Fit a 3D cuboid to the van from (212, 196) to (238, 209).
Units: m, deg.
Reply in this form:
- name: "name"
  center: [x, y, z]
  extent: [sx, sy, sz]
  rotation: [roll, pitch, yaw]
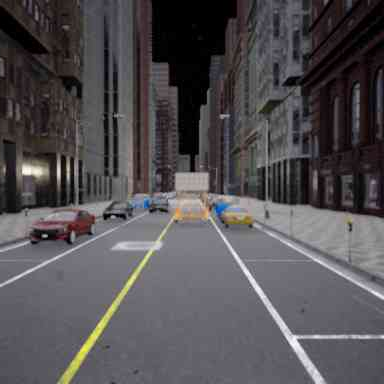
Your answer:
- name: "van"
  center: [2.756, 1.203, 26.564]
  extent: [1.690, 1.788, 3.998]
  rotation: [0, 0, 0]

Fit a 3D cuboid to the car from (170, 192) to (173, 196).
- name: "car"
  center: [-5.775, 1.078, 71.644]
  extent: [1.967, 1.590, 4.097]
  rotation: [0, 0, 0]

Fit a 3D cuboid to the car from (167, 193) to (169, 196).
- name: "car"
  center: [-5.773, 1.238, 60.371]
  extent: [1.887, 1.381, 4.507]
  rotation: [0, 0, 0]

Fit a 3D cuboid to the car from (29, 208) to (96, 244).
- name: "car"
  center: [-5.767, 1.462, 15.278]
  extent: [1.887, 1.381, 4.507]
  rotation: [0, 0, 0]

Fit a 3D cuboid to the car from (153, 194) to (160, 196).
- name: "car"
  center: [-5.771, 1.343, 43.461]
  extent: [1.947, 1.339, 4.313]
  rotation: [0, 0, 0]

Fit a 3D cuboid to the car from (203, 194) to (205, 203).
- name: "car"
  center: [2.754, 1.302, 43.644]
  extent: [1.752, 1.417, 4.829]
  rotation: [0, 0, 0]

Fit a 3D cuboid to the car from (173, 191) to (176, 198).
- name: "car"
  center: [-5.776, 1.023, 82.918]
  extent: [1.967, 1.590, 4.097]
  rotation: [0, 0, 0]

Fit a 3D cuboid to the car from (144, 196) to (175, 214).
- name: "car"
  center: [-3.101, 1.376, 33.049]
  extent: [2.033, 1.411, 5.357]
  rotation: [0, 0, 0]

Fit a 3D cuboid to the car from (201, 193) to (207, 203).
- name: "car"
  center: [2.753, 1.301, 49.110]
  extent: [2.008, 1.369, 4.403]
  rotation: [0, 0, 0]

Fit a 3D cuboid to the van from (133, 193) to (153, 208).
- name: "van"
  center: [-5.771, 1.146, 37.824]
  extent: [1.690, 1.788, 3.998]
  rotation: [0, 0, 0]

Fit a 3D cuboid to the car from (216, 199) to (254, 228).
- name: "car"
  center: [2.757, 1.414, 21.099]
  extent: [1.752, 1.417, 4.829]
  rotation: [0, 0, 0]

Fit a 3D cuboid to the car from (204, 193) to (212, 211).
- name: "car"
  center: [2.754, 1.246, 37.837]
  extent: [1.967, 1.590, 4.097]
  rotation: [0, 0, 0]

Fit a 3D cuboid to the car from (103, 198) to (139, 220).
- name: "car"
  center: [-5.769, 1.427, 26.551]
  extent: [1.947, 1.339, 4.313]
  rotation: [0, 0, 0]

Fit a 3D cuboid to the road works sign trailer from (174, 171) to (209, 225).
- name: "road works sign trailer"
  center: [-0.003, 0.344, 22.875]
  extent: [2.380, 3.560, 2.880]
  rotation: [0, 0, 0]

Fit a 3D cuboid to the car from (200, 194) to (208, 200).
- name: "car"
  center: [2.750, 1.156, 77.291]
  extent: [1.887, 1.381, 4.507]
  rotation: [0, 0, 0]

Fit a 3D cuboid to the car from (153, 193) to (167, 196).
- name: "car"
  center: [-5.773, 1.036, 54.733]
  extent: [2.192, 1.841, 5.009]
  rotation: [0, 0, 0]

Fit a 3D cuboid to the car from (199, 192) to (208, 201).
- name: "car"
  center: [2.752, 1.135, 60.381]
  extent: [1.967, 1.590, 4.097]
  rotation: [0, 0, 0]

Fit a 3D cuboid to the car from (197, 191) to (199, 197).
- name: "car"
  center: [2.750, 0.954, 71.654]
  extent: [2.192, 1.841, 5.009]
  rotation: [0, 0, 0]

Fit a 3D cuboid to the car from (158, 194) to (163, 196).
- name: "car"
  center: [-5.772, 1.315, 49.098]
  extent: [1.947, 1.339, 4.313]
  rotation: [0, 0, 0]
